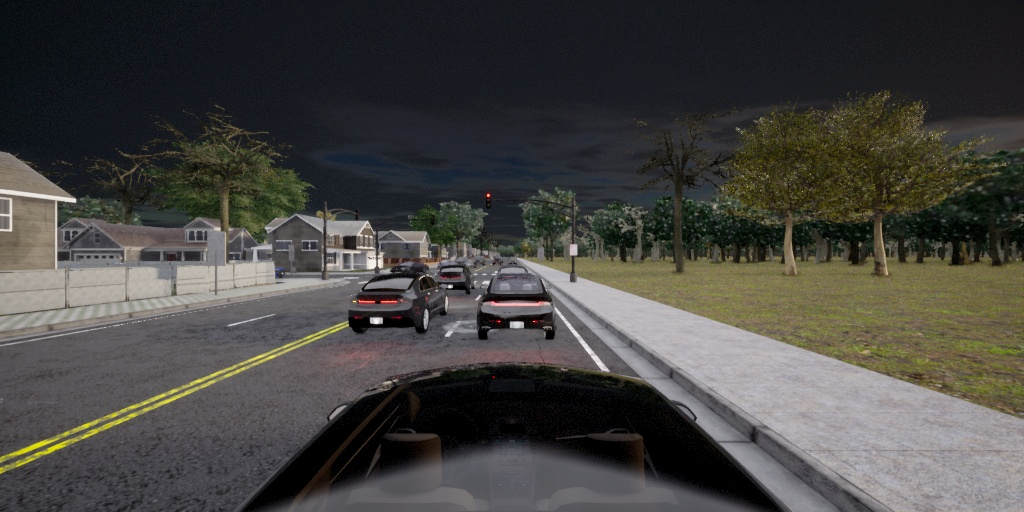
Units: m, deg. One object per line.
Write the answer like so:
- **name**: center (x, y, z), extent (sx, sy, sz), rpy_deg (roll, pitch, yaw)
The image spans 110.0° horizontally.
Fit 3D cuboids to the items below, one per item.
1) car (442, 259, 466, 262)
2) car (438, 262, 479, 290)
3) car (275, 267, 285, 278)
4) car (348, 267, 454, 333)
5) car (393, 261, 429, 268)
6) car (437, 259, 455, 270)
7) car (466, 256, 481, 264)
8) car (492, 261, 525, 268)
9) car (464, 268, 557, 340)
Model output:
- **car**: center (-6.553, 1.294, 38.616), extent (2.033, 1.411, 5.357), rpy_deg (0, 0, 0)
- **car**: center (-3.114, 1.255, 20.070), extent (1.837, 1.490, 4.892), rpy_deg (0, 0, -1)
- **car**: center (-22.708, 1.258, 31.575), extent (5.008, 1.535, 1.882), rpy_deg (0, 0, 0)
- **car**: center (-3.137, 1.255, 10.736), extent (1.837, 1.490, 4.892), rpy_deg (0, 0, 0)
- **car**: center (-10.870, 1.294, 38.692), extent (2.033, 1.411, 5.357), rpy_deg (0, 0, 18)
- **car**: center (-9.783, 1.261, 53.454), extent (1.812, 1.442, 4.674), rpy_deg (0, 0, 0)
- **car**: center (-6.521, 1.225, 55.663), extent (2.128, 1.511, 4.902), rpy_deg (0, 0, 0)
- **car**: center (0.052, 1.228, 19.388), extent (1.882, 1.535, 5.008), rpy_deg (0, 0, 1)
- **car**: center (0.110, 1.241, 9.986), extent (2.128, 1.511, 4.902), rpy_deg (0, 0, 0)
